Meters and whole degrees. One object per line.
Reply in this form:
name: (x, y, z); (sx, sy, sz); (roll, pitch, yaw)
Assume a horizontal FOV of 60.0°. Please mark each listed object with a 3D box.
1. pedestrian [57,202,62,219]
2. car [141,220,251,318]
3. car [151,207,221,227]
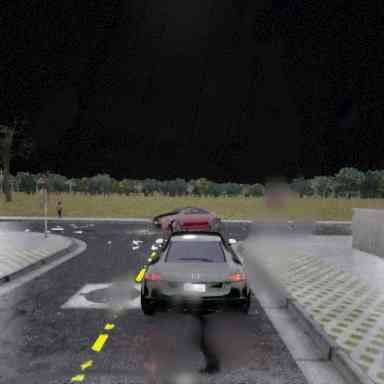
pedestrian: (-9.721, 0.997, 24.433); (0.375, 1.860, 0.375); (0, -1, 0)
car: (0.087, 1.562, 7.522); (1.994, 1.385, 4.181); (0, 0, 1)
car: (-0.317, 1.575, 19.773); (4.181, 1.385, 1.994); (1, 0, -28)
